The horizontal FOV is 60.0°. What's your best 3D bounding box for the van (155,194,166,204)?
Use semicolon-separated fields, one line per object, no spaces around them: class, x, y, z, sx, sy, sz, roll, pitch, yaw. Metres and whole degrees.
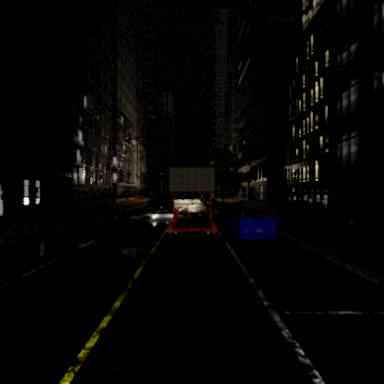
van;-5.663;1.270;60.810;1.690;1.788;3.998;0;0;0

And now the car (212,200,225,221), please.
car;2.702;1.556;26.648;1.802;1.307;4.206;0;0;0

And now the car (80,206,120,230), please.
car;-5.681;1.562;20.962;1.802;1.307;4.206;0;0;0

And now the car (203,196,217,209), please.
car;2.710;1.539;43.726;1.802;1.307;4.206;0;0;0

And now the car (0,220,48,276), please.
car;-5.686;1.542;9.578;2.008;1.369;4.403;0;0;0

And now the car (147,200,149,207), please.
car;-5.669;1.500;49.425;2.008;1.369;4.403;0;0;0

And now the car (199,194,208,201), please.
car;2.725;1.326;77.880;1.967;1.590;4.097;0;0;0

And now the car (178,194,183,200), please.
car;-2.966;1.258;78.347;1.882;1.535;5.008;0;0;0

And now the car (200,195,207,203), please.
car;2.715;1.491;55.110;2.008;1.369;4.403;0;0;0

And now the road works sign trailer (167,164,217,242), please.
road works sign trailer;0.007;0.449;16.283;2.380;3.560;2.880;0;0;0

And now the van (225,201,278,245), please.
van;2.697;1.327;15.264;1.690;1.788;3.998;0;0;0

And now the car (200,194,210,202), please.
car;2.723;1.340;72.188;1.967;1.590;4.097;0;0;0

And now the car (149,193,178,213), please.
car;-3.081;1.183;36.535;2.150;2.045;5.566;0;0;0
